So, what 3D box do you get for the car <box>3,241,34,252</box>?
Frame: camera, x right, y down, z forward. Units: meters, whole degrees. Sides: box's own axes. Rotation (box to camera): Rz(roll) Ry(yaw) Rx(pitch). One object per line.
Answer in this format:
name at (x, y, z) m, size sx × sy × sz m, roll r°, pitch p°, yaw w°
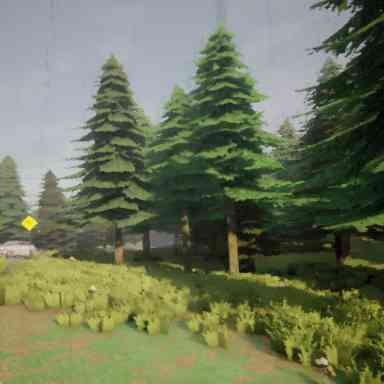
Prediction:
car at (-15.258, 4.884, 28.348) m, size 1.812 × 1.442 × 4.674 m, roll -4°, pitch -9°, yaw 8°
